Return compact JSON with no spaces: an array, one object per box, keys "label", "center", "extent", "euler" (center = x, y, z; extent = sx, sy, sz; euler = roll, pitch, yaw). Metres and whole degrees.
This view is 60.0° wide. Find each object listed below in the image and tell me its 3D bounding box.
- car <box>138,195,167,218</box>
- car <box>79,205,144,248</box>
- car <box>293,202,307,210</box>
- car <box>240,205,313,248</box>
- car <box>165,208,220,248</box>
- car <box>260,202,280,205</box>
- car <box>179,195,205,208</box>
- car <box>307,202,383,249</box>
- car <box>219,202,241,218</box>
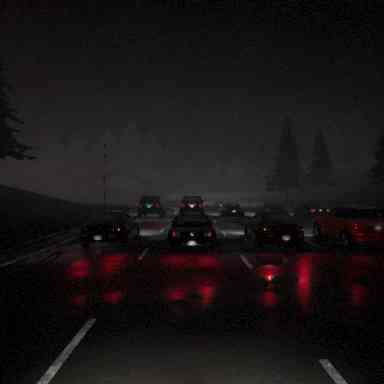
[{"label":"car","center":[-3.500,1.255,29.680],"extent":[2.150,2.045,5.566],"euler":[0,0,0]},{"label":"car","center":[-3.500,1.530,14.650],"extent":[1.812,1.442,4.674],"euler":[0,0,0]},{"label":"car","center":[10.500,1.561,29.650],"extent":[2.033,1.411,5.357],"euler":[0,0,0]},{"label":"car","center":[3.500,1.530,14.650],"extent":[1.812,1.442,4.674],"euler":[0,0,0]},{"label":"car","center":[0.000,1.613,14.680],"extent":[1.895,1.301,4.718],"euler":[0,0,0]},{"label":"car","center":[7.000,1.570,29.650],"extent":[1.994,1.385,4.181],"euler":[0,0,0]},{"label":"car","center":[0.000,1.255,29.680],"extent":[2.150,2.045,5.566],"euler":[0,0,0]},{"label":"car","center":[7.000,1.363,14.620],"extent":[2.097,1.767,4.553],"euler":[0,0,0]},{"label":"car","center":[3.500,1.570,29.650],"extent":[1.994,1.385,4.181],"euler":[0,0,0]}]
